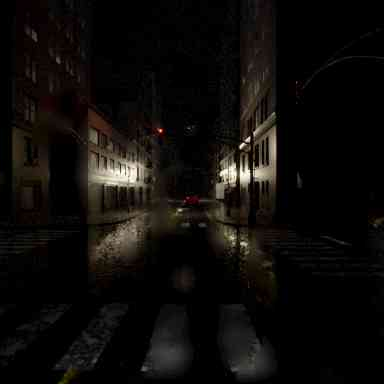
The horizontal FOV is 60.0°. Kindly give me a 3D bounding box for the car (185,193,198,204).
[{"bbox_3d":[-0.045,1.184,60.453,2.150,2.045,5.566,0,0,0],"label":"car"}]

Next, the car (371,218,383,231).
[{"bbox_3d":[12.380,1.514,18.047,4.829,1.417,1.752,0,0,0],"label":"car"}]
